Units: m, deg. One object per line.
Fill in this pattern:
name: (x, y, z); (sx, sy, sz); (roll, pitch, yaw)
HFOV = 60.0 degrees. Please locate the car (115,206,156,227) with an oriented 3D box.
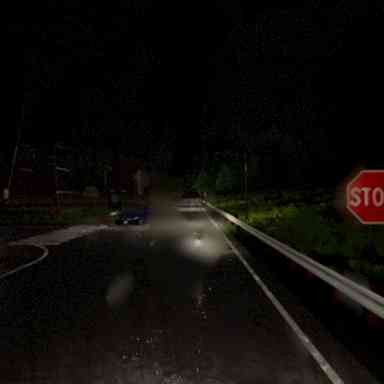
car: (-4.105, 1.783, 25.193); (1.812, 1.442, 4.674); (0, 1, 12)
